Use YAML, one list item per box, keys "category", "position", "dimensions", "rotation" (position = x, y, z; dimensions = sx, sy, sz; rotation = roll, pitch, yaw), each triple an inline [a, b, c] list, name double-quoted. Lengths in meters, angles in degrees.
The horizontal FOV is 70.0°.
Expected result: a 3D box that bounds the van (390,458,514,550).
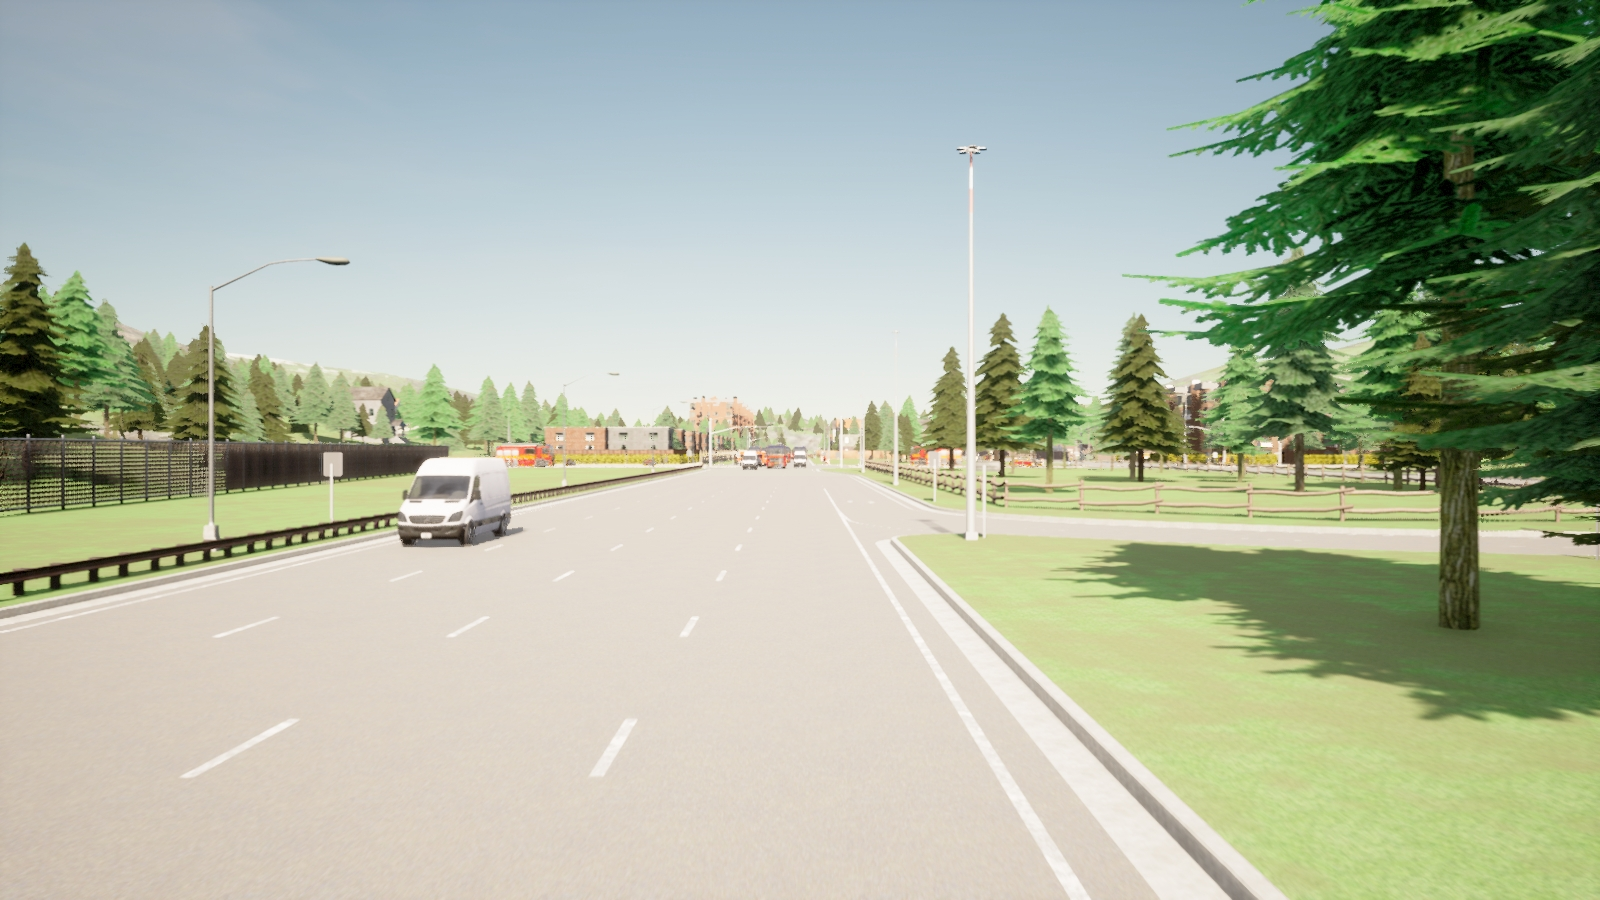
- category: "van"
  position: [-10.496, 1.529, 35.000]
  dimensions: [1.988, 2.561, 5.915]
  rotation: [0, 0, 0]
